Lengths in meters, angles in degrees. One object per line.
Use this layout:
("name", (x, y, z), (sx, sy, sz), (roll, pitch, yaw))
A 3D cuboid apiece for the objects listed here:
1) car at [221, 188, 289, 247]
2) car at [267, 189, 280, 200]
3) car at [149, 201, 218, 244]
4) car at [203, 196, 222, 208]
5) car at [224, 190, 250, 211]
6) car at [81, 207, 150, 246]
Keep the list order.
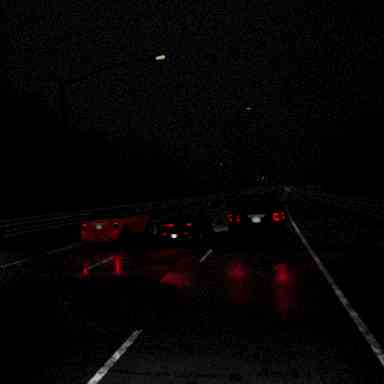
("car", (2.855, 1.030, 14.220), (2.150, 2.045, 5.566), (-3, 0, 13))
("car", (14.800, 0.375, 60.285), (2.097, 1.767, 4.553), (-3, 0, 16))
("car", (-0.191, 1.494, 16.012), (1.837, 1.490, 4.892), (-4, 0, 13))
("car", (2.722, 1.261, 42.251), (1.882, 1.535, 5.008), (-3, 0, 15))
("car", (5.238, 0.863, 38.154), (2.150, 2.045, 5.566), (-3, 0, 15))
("car", (-3.615, 1.543, 16.758), (2.097, 1.767, 4.553), (-3, 0, 13))
